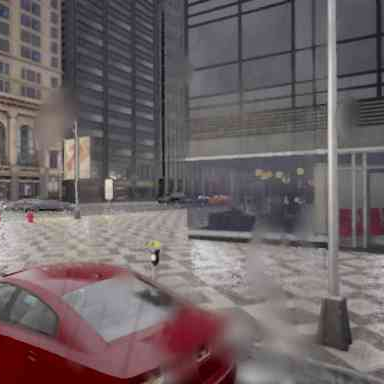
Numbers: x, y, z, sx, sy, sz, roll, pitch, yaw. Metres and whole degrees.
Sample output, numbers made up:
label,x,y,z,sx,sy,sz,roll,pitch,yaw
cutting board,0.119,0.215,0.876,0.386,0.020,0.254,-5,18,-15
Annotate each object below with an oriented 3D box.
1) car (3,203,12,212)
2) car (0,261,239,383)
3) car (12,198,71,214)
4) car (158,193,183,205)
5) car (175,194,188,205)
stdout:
label,x,y,z,sx,sy,sz,roll,pitch,yaw
car,-18.219,1.450,36.839,2.128,1.511,4.902,0,0,35
car,-1.646,1.542,4.028,4.507,1.381,1.887,0,0,36
car,-15.492,1.483,35.068,2.033,1.411,5.357,0,0,35
car,-3.445,1.128,57.475,2.150,2.045,5.566,0,0,36
car,-0.074,1.428,56.579,2.033,1.411,5.357,0,0,36
